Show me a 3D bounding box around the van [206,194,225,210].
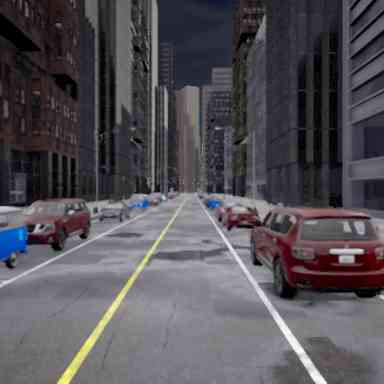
[{"bbox_3d":[2.775,1.142,36.378,1.690,1.788,3.998,0,0,0],"label":"van"}]

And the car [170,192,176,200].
[{"bbox_3d":[-5.736,1.147,81.249,1.947,1.339,4.313,0,0,0],"label":"car"}]

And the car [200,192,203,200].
[{"bbox_3d":[2.782,1.206,58.986,1.752,1.417,4.829,0,0,0],"label":"car"}]

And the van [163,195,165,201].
[{"bbox_3d":[-5.745,1.051,53.201,1.690,1.788,3.998,0,0,0],"label":"van"}]

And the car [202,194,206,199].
[{"bbox_3d":[2.779,1.306,47.598,1.947,1.339,4.313,0,0,0],"label":"car"}]

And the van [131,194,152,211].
[{"bbox_3d":[-5.750,1.142,36.373,1.690,1.788,3.998,0,0,0],"label":"van"}]

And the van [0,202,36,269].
[{"bbox_3d":[-5.760,1.294,8.326,1.690,1.788,3.998,0,0,0],"label":"van"}]

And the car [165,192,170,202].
[{"bbox_3d":[-5.741,1.181,64.251,1.752,1.417,4.829,0,0,0],"label":"car"}]

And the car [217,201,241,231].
[{"bbox_3d":[2.769,1.436,19.553,1.887,1.381,4.507,0,0,0],"label":"car"}]

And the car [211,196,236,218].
[{"bbox_3d":[2.771,1.301,25.161,1.967,1.590,4.097,0,0,0],"label":"car"}]

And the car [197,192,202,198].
[{"bbox_3d":[2.790,1.132,81.251,2.008,1.369,4.403,0,0,0],"label":"car"}]

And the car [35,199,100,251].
[{"bbox_3d":[-5.758,1.237,13.935,2.192,1.841,5.009,0,0,0],"label":"car"}]

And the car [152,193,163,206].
[{"bbox_3d":[-5.747,1.181,47.593,1.967,1.590,4.097,0,0,0],"label":"car"}]

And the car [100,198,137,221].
[{"bbox_3d":[-5.754,1.412,25.155,2.008,1.369,4.403,0,0,0],"label":"car"}]

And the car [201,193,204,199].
[{"bbox_3d":[2.780,1.234,53.377,1.752,1.417,4.829,0,0,0],"label":"car"}]

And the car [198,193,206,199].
[{"bbox_3d":[2.793,0.972,92.470,1.967,1.590,4.097,0,0,0],"label":"car"}]

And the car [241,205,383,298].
[{"bbox_3d":[2.765,1.268,8.333,2.192,1.841,5.009,0,0,0],"label":"car"}]

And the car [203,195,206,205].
[{"bbox_3d":[2.777,1.315,41.989,1.887,1.381,4.507,0,0,0],"label":"car"}]
